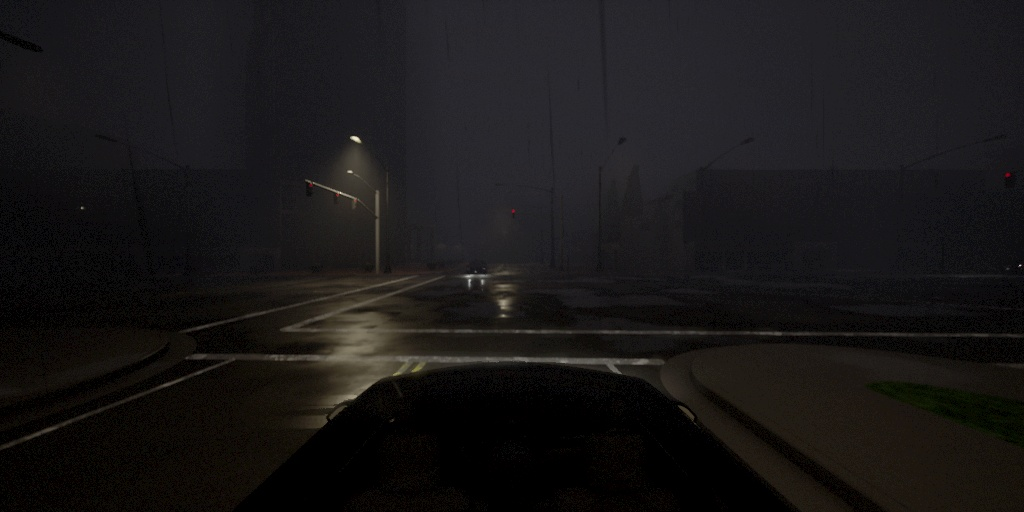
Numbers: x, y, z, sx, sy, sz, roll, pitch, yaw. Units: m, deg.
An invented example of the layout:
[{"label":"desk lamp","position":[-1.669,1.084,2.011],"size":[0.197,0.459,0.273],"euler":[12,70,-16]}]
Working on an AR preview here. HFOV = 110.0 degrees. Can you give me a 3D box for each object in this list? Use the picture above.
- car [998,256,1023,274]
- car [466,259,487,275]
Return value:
[{"label":"car","position":[41.835,0.671,28.486],"size":[4.902,1.511,2.128],"euler":[-2,0,0]},{"label":"car","position":[-3.426,1.041,35.615],"size":[2.033,1.411,5.357],"euler":[0,1,-2]}]
